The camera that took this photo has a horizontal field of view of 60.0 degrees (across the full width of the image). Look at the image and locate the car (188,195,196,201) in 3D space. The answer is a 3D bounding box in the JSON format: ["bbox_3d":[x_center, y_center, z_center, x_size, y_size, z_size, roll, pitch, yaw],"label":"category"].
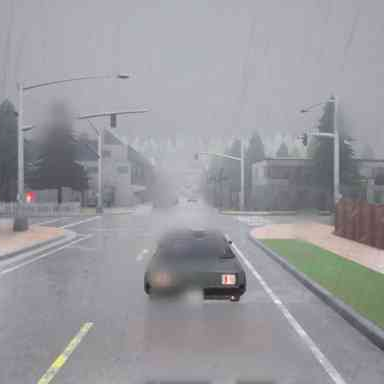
[{"bbox_3d":[0.017,1.478,81.492,1.882,1.535,5.008,0,0,0],"label":"car"}]

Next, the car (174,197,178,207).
[{"bbox_3d":[-3.580,1.507,52.467,1.837,1.490,4.892,0,0,0],"label":"car"}]

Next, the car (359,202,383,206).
[{"bbox_3d":[15.305,1.582,29.288,4.718,1.301,1.895,0,0,-8],"label":"car"}]

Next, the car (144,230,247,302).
[{"bbox_3d":[0.070,1.601,8.225,1.895,1.301,4.718,0,0,0],"label":"car"}]

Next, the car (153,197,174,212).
[{"bbox_3d":[-3.575,1.478,39.892,1.882,1.535,5.008,0,0,0],"label":"car"}]

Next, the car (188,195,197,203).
[{"bbox_3d":[0.018,1.595,71.456,1.895,1.301,4.718,0,0,0],"label":"car"}]
